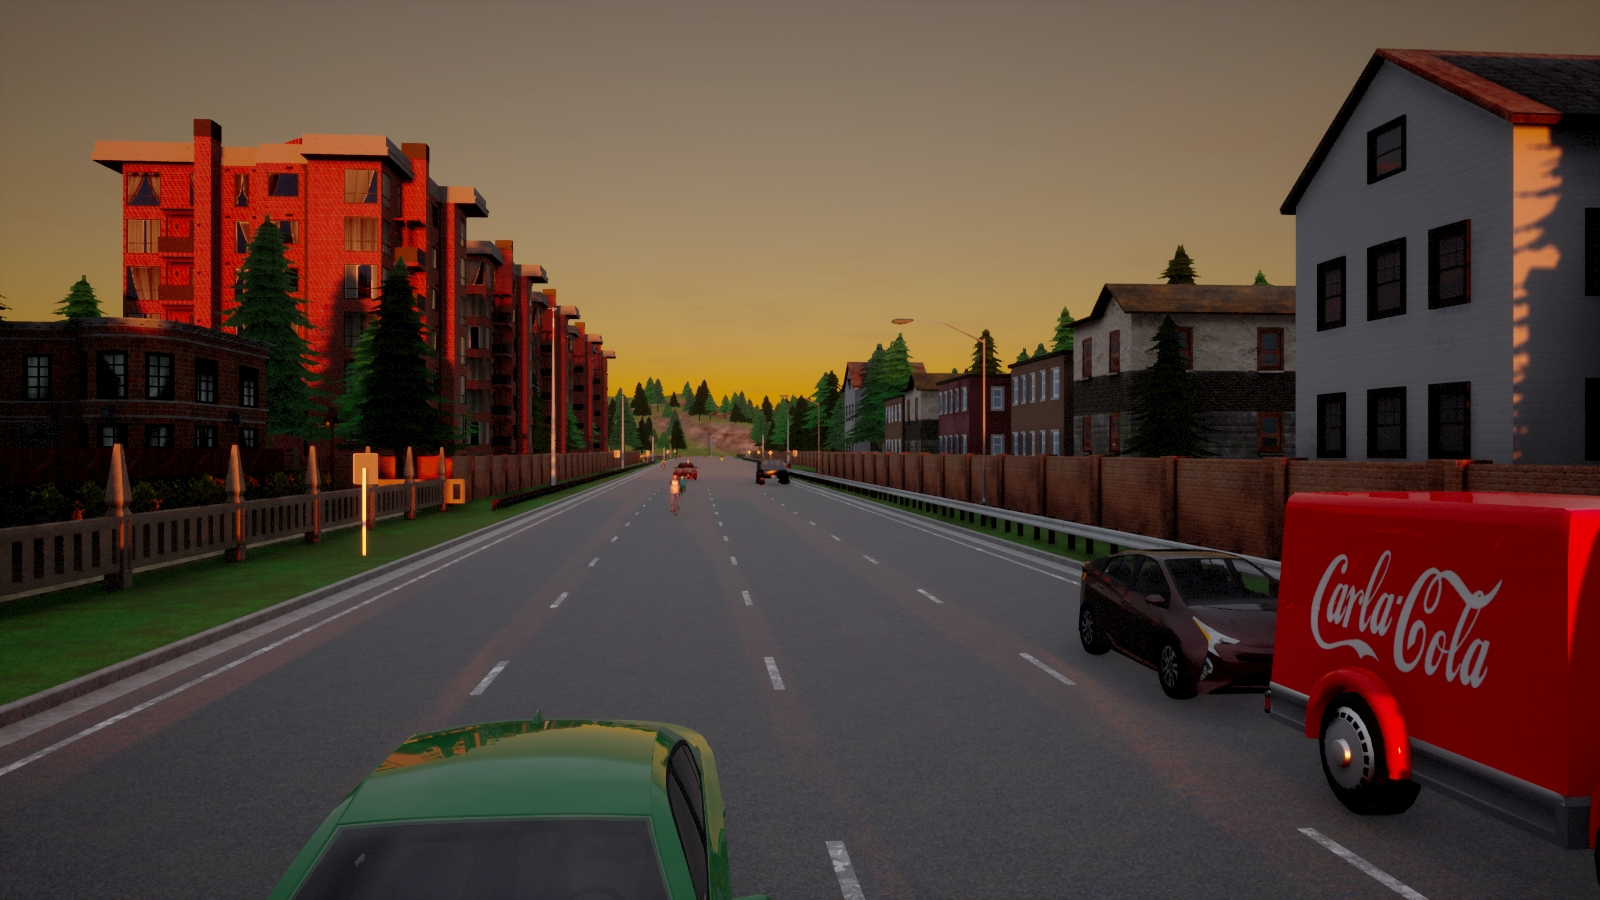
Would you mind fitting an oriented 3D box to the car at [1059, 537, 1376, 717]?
[{"bbox_3d":[4.945,2.040,14.354,2.007,1.525,4.514,0,0,-5],"label":"car"}]

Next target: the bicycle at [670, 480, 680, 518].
[{"bbox_3d":[-5.255,2.056,48.071,0.373,1.496,1.643,0,0,-5],"label":"bicycle"}]

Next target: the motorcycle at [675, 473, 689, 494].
[{"bbox_3d":[-7.519,2.142,73.068,0.856,1.316,1.805,0,0,-5],"label":"motorcycle"}]

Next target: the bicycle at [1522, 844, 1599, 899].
[{"bbox_3d":[2.623,2.056,2.959,0.373,1.496,1.643,0,0,-4],"label":"bicycle"}]

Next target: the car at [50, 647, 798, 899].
[{"bbox_3d":[-1.202,2.034,4.748,2.097,1.535,5.006,0,0,-5],"label":"car"}]

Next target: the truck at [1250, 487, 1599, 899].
[{"bbox_3d":[5.566,1.568,7.740,2.627,2.467,5.204,0,0,-5],"label":"truck"}]
